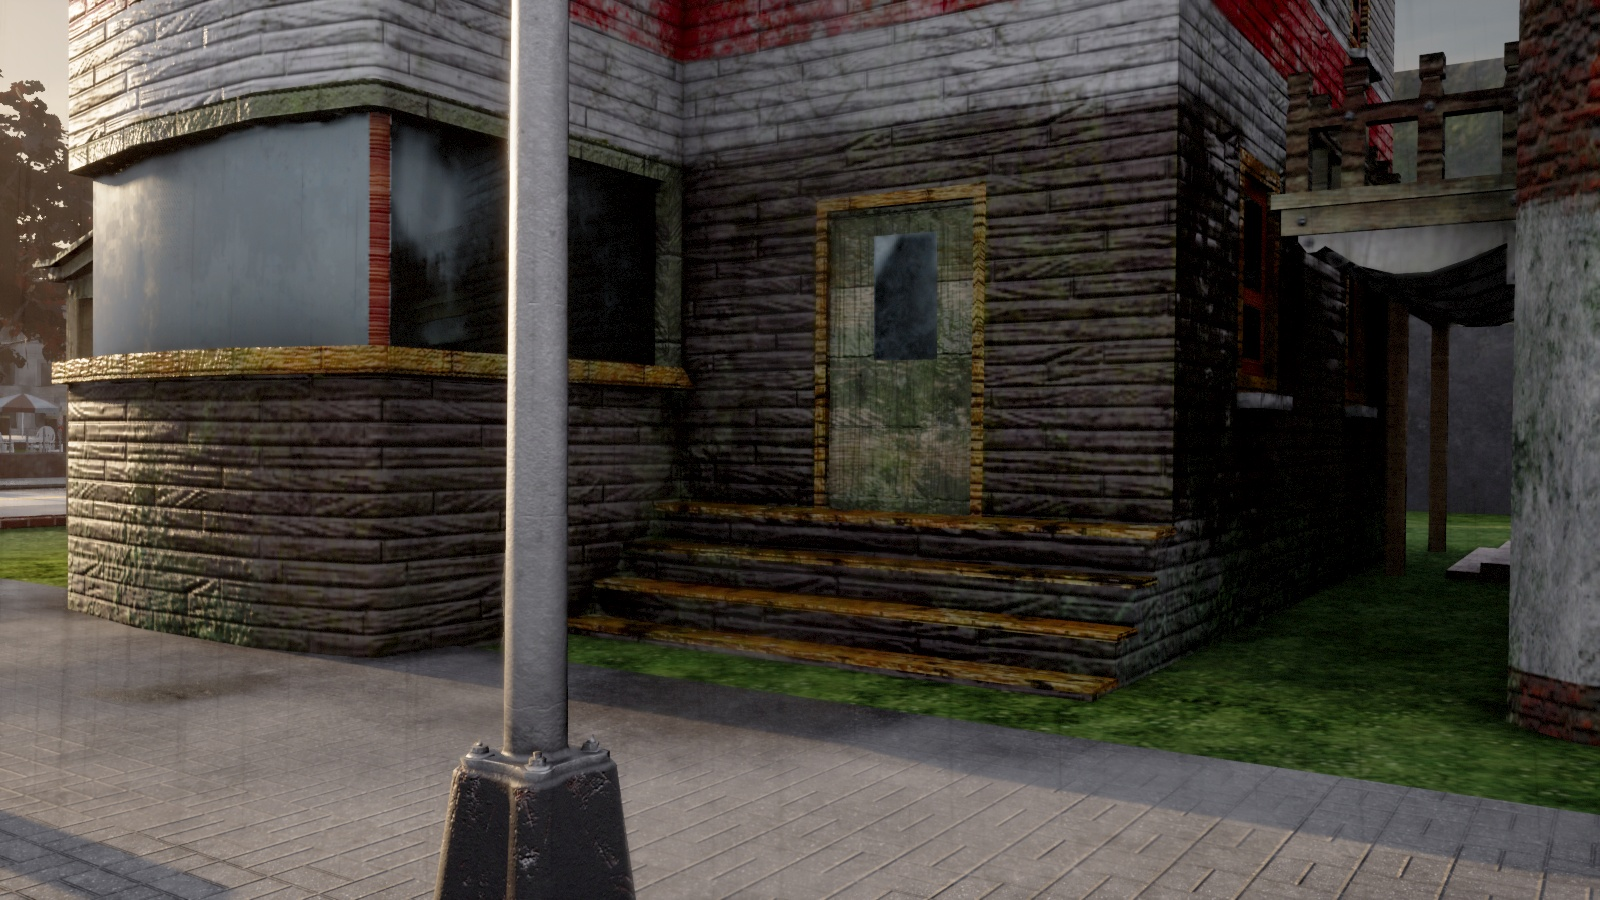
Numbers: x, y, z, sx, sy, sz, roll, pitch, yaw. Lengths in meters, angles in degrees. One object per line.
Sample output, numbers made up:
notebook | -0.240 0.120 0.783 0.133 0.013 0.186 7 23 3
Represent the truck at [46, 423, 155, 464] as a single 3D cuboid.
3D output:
truck | -42.899 -0.421 77.162 2.627 2.467 5.204 0 1 33
